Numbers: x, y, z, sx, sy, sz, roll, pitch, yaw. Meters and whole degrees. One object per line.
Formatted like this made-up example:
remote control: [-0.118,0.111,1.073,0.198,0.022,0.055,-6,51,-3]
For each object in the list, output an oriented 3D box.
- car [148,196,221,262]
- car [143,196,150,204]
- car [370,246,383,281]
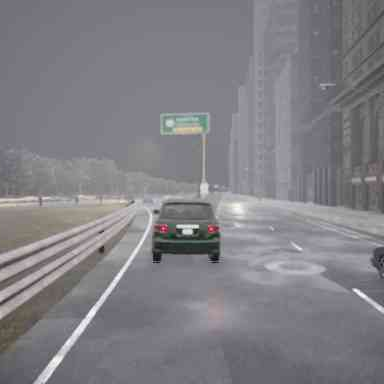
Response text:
car: [-0.271,1.243,12.300,2.150,2.045,5.566,1,0,-3]
car: [-8.758,1.549,65.957,2.033,1.411,5.357,0,0,-10]
car: [5.507,1.549,6.502,2.033,1.411,5.357,0,0,5]
